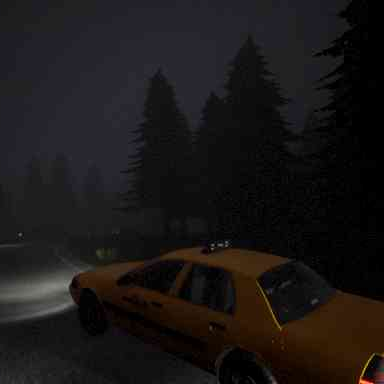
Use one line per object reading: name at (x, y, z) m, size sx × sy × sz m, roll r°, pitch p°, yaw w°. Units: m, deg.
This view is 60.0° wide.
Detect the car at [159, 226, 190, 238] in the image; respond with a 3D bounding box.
car at (-2.326, 5.543, 46.260) m, size 1.882 × 1.535 × 5.008 m, roll -5°, pitch -8°, yaw 30°

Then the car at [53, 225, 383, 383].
car at (0.143, 1.440, 4.734) m, size 5.366 × 1.575 × 1.801 m, roll 0°, pitch 1°, yaw 43°

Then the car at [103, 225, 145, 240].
car at (-7.442, 4.510, 36.950) m, size 2.033 × 1.411 × 5.357 m, roll -4°, pitch -8°, yaw 20°

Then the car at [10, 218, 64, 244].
car at (-12.753, 3.224, 28.108) m, size 2.150 × 2.045 × 5.566 m, roll -4°, pitch -7°, yaw 7°
